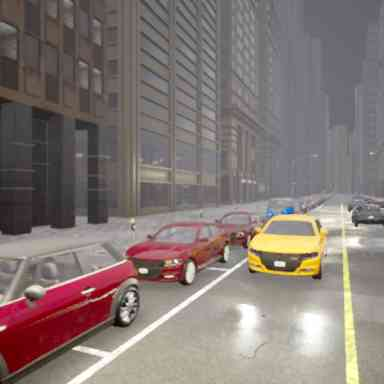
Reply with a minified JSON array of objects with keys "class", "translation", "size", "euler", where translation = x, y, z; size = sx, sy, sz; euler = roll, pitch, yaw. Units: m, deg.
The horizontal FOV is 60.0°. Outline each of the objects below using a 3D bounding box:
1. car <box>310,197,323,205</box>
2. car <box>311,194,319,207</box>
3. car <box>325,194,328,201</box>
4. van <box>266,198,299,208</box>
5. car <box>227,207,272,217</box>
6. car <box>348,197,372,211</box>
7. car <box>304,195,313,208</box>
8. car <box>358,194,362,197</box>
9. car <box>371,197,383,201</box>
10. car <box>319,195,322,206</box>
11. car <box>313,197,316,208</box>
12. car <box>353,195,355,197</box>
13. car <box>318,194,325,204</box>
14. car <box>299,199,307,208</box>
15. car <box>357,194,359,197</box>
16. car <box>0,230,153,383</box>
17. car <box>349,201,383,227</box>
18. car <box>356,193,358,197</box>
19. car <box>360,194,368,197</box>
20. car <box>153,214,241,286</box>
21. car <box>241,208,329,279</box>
[{"class":"car","translation":[22.783,1.587,60.768],"size":[1.802,1.307,4.206],"euler":[0,0,24]},{"class":"car","translation":[15.893,1.447,45.441],"size":[1.967,1.590,4.097],"euler":[0,0,24]},{"class":"car","translation":[25.080,1.320,65.878],"size":[2.192,1.841,5.009],"euler":[0,0,24]},{"class":"van","translation":[6.705,1.352,25.005],"size":[1.690,1.788,3.998],"euler":[0,0,24]},{"class":"car","translation":[2.111,1.558,14.786],"size":[1.887,1.381,4.507],"euler":[0,0,24]},{"class":"car","translation":[18.667,1.549,37.384],"size":[1.994,1.385,4.181],"euler":[0,0,25]},{"class":"car","translation":[11.299,1.449,35.223],"size":[1.967,1.590,4.097],"euler":[0,0,24]},{"class":"car","translation":[32.861,1.540,62.394],"size":[1.947,1.339,4.313],"euler":[0,0,24]},{"class":"car","translation":[23.673,1.520,41.956],"size":[1.887,1.381,4.507],"euler":[0,0,24]},{"class":"car","translation":[18.189,1.572,50.550],"size":[1.947,1.339,4.313],"euler":[0,0,24]},{"class":"car","translation":[13.596,1.573,40.332],"size":[1.947,1.339,4.313],"euler":[0,0,24]},{"class":"car","translation":[42.049,1.297,82.832],"size":[2.192,1.841,5.009],"euler":[0,0,24]},{"class":"car","translation":[20.486,1.320,55.660],"size":[2.192,1.841,5.009],"euler":[0,0,24]},{"class":"car","translation":[9.002,1.592,30.114],"size":[1.802,1.307,4.206],"euler":[0,0,24]},{"class":"car","translation":[35.158,1.526,67.503],"size":[2.008,1.369,4.403],"euler":[0,0,24]},{"class":"car","translation":[-2.483,1.456,4.567],"size":[1.967,1.590,4.097],"euler":[0,0,24]},{"class":"car","translation":[12.055,1.554,22.661],"size":[1.994,1.385,4.181],"euler":[0,0,24]},{"class":"car","translation":[37.455,1.417,72.613],"size":[1.967,1.590,4.097],"euler":[0,0,24]},{"class":"car","translation":[30.564,1.540,57.285],"size":[1.947,1.339,4.313],"euler":[0,0,24]},{"class":"car","translation":[-0.186,1.559,9.677],"size":[1.887,1.381,4.507],"euler":[0,0,24]},{"class":"car","translation":[3.163,1.481,10.395],"size":[1.882,1.535,5.008],"euler":[0,0,24]}]
